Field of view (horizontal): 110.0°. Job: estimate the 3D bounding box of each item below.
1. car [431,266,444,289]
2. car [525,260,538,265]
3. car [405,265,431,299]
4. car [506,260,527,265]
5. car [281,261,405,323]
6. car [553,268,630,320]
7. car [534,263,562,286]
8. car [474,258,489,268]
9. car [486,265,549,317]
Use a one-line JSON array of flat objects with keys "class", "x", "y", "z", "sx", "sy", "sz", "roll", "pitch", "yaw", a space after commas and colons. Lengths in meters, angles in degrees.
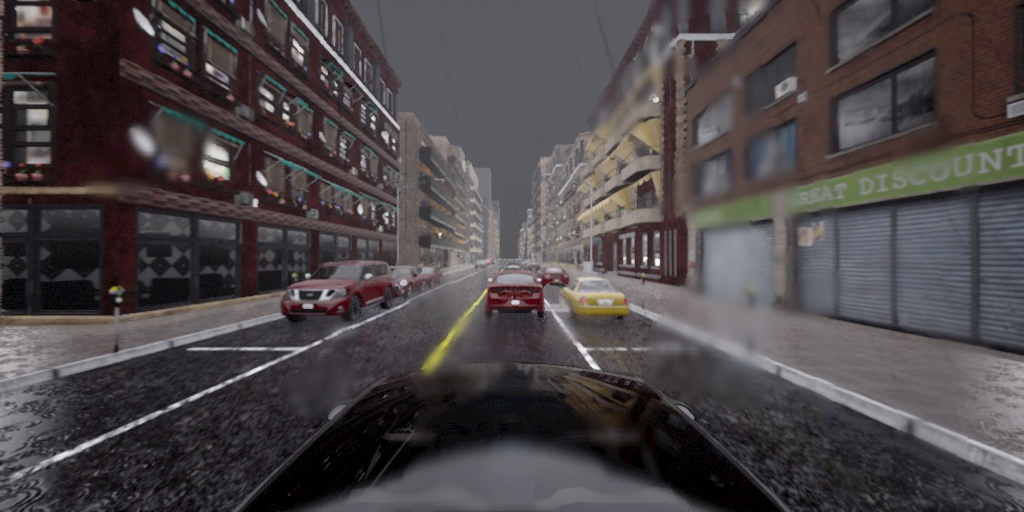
[{"class": "car", "x": -5.686, "y": 1.348, "z": 23.775, "sx": 1.888, "sy": 1.381, "sz": 4.507, "roll": 0, "pitch": 0, "yaw": 0}, {"class": "car", "x": 2.701, "y": 1.406, "z": 46.313, "sx": 2.007, "sy": 1.370, "sz": 4.403, "roll": 0, "pitch": 0, "yaw": 0}, {"class": "car", "x": -5.688, "y": 1.229, "z": 18.138, "sx": 1.967, "sy": 1.591, "sz": 4.097, "roll": 0, "pitch": 0, "yaw": 0}, {"class": "car", "x": 0.108, "y": 1.346, "z": 31.326, "sx": 1.812, "sy": 1.442, "sz": 4.674, "roll": 0, "pitch": 0, "yaw": 0}, {"class": "car", "x": -5.689, "y": 1.091, "z": 12.502, "sx": 2.192, "sy": 1.841, "sz": 5.009, "roll": 0, "pitch": 0, "yaw": 0}, {"class": "car", "x": 2.692, "y": 1.302, "z": 12.666, "sx": 1.751, "sy": 1.417, "sz": 4.829, "roll": 0, "pitch": 0, "yaw": 0}, {"class": "car", "x": 2.695, "y": 1.348, "z": 23.768, "sx": 1.888, "sy": 1.381, "sz": 4.507, "roll": 0, "pitch": 0, "yaw": 0}, {"class": "car", "x": -5.675, "y": 1.444, "z": 63.227, "sx": 2.007, "sy": 1.370, "sz": 4.403, "roll": 0, "pitch": 0, "yaw": 0}, {"class": "car", "x": 0.103, "y": 1.256, "z": 13.340, "sx": 1.882, "sy": 1.535, "sz": 5.008, "roll": 0, "pitch": 0, "yaw": 0}]
